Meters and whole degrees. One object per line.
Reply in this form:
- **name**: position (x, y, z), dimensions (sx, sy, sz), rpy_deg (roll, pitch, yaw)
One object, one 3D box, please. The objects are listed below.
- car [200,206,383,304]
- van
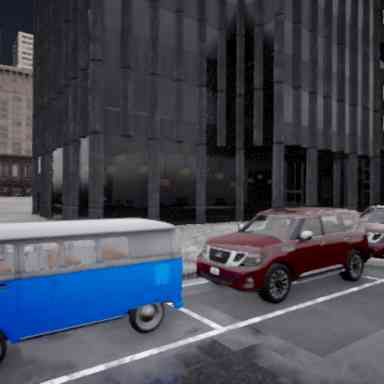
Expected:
- **car**: position (2.531, 1.353, 8.450), dimensions (5.009, 1.841, 2.192), rpy_deg (0, 0, -35)
- **van**: position (-2.037, 1.348, 5.193), dimensions (3.998, 1.788, 1.690), rpy_deg (0, 0, -35)
